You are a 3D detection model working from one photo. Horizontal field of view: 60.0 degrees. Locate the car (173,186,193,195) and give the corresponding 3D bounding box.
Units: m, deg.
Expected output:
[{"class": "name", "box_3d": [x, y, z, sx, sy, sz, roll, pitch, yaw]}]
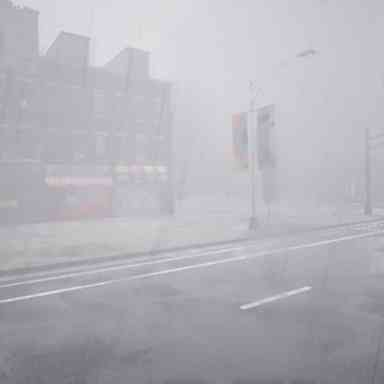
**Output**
[{"class": "car", "box_3d": [-1.671, -0.257, 55.184, 1.837, 1.490, 4.892, -2, 5, -35]}]
